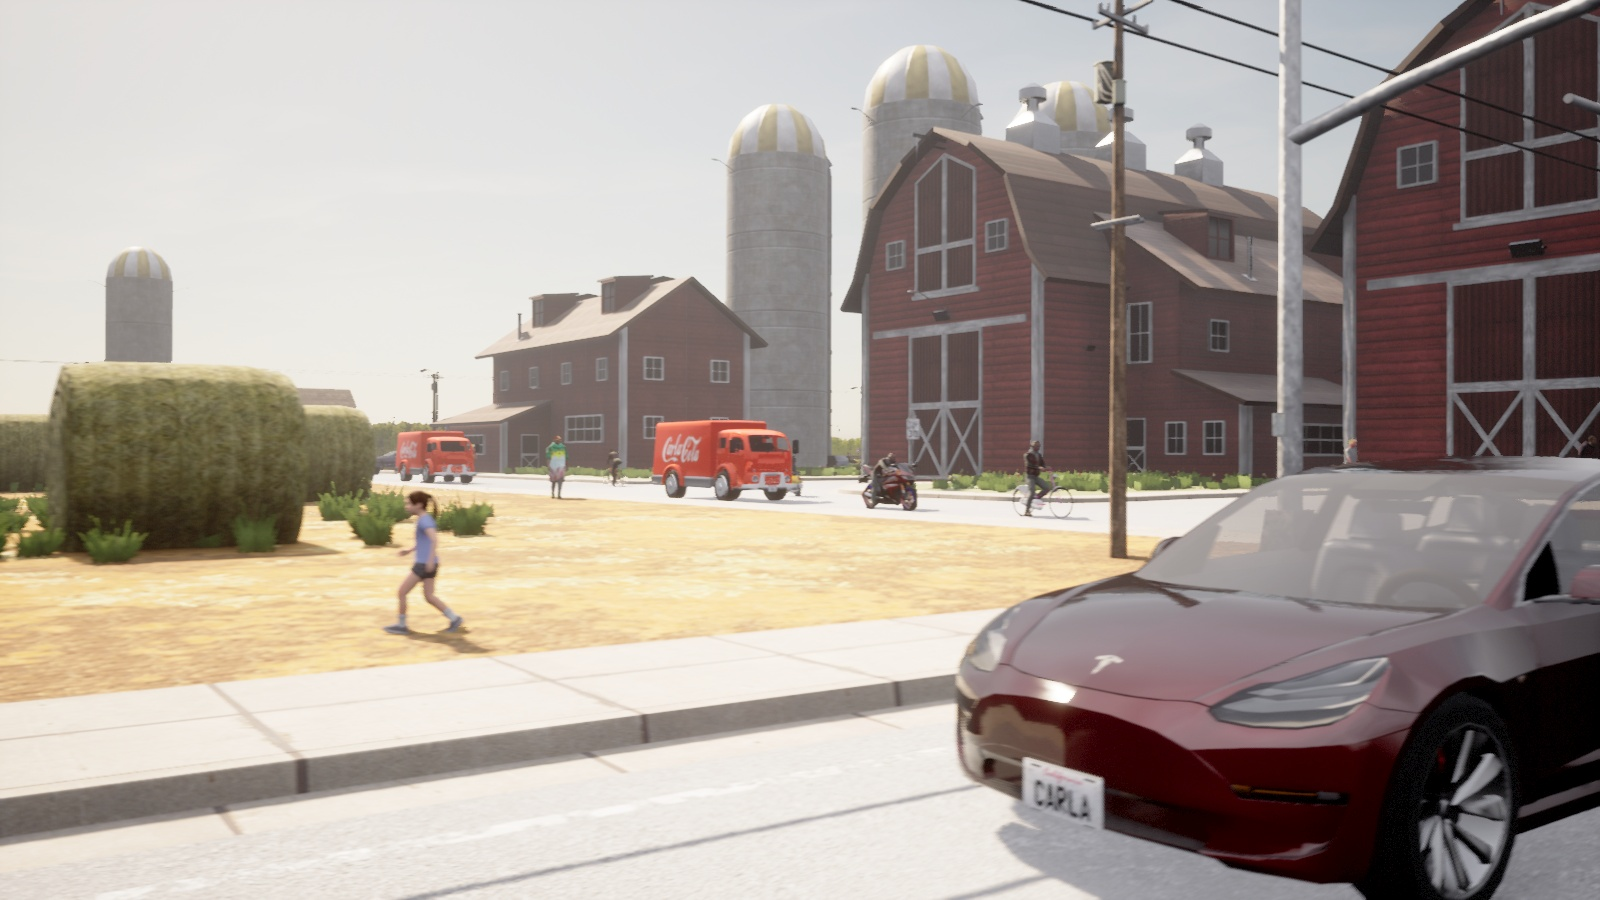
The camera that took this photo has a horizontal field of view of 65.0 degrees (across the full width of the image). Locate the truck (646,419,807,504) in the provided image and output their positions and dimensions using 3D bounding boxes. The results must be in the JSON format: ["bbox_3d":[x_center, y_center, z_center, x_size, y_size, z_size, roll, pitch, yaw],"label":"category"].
[{"bbox_3d":[-2.377,0.330,39.243,2.627,2.467,5.204,0,0,-36],"label":"truck"}]

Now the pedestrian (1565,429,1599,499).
[{"bbox_3d":[21.063,0.363,33.506,0.634,1.844,0.899,0,0,-29],"label":"pedestrian"}]

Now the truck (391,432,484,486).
[{"bbox_3d":[-17.354,0.415,59.956,2.627,2.467,5.204,0,0,-36],"label":"truck"}]

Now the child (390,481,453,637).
[{"bbox_3d":[-2.760,0.786,9.161,0.394,1.110,0.255,0,0,-5],"label":"child"}]

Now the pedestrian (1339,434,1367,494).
[{"bbox_3d":[16.988,0.419,38.598,0.354,1.836,0.706,0,0,-35],"label":"pedestrian"}]

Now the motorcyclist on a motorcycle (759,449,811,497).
[{"bbox_3d":[-0.507,0.777,42.635,0.866,1.590,1.817,0,0,-36],"label":"motorcyclist on a motorcycle"}]

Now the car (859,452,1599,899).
[{"bbox_3d":[2.831,0.752,5.610,4.792,1.488,2.163,0,0,-34],"label":"car"}]

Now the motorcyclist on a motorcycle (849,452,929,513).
[{"bbox_3d":[2.311,0.828,32.767,0.866,1.530,2.191,0,0,-36],"label":"motorcyclist on a motorcycle"}]

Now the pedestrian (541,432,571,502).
[{"bbox_3d":[-6.914,0.477,35.603,0.659,1.952,0.873,0,0,-24],"label":"pedestrian"}]

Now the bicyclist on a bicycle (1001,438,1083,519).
[{"bbox_3d":[5.461,0.642,28.409,0.659,1.776,1.843,0,-1,-36],"label":"bicyclist on a bicycle"}]
